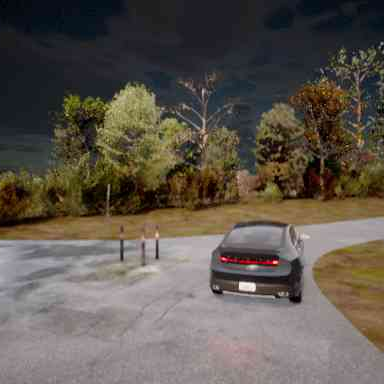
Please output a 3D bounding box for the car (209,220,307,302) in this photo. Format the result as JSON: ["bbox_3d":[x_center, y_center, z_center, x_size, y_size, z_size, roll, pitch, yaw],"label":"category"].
[{"bbox_3d":[1.810,1.463,8.334,1.837,1.490,4.892,0,0,19],"label":"car"}]
